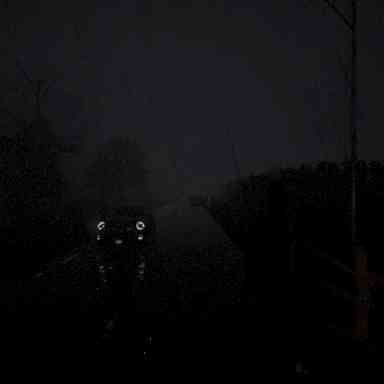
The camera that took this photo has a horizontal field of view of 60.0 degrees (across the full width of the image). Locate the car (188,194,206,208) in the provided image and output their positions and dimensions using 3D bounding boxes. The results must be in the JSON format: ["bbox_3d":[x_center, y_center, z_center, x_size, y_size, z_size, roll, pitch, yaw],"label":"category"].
[{"bbox_3d":[0.913,1.305,46.959,2.097,1.767,4.553,0,0,1],"label":"car"}]

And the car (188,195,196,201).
[{"bbox_3d":[0.023,1.315,78.204,1.895,1.301,4.718,0,0,0],"label":"car"}]

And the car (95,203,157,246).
[{"bbox_3d":[-2.846,1.346,15.177,2.097,1.767,4.553,0,0,0],"label":"car"}]

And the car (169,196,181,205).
[{"bbox_3d":[-2.798,1.459,56.126,1.812,1.442,4.674,0,0,0],"label":"car"}]
